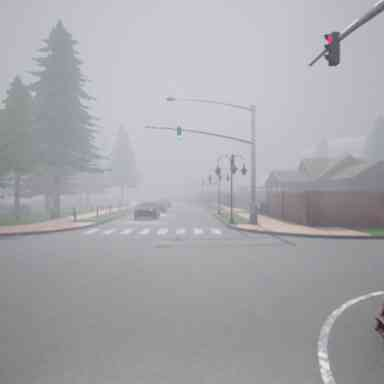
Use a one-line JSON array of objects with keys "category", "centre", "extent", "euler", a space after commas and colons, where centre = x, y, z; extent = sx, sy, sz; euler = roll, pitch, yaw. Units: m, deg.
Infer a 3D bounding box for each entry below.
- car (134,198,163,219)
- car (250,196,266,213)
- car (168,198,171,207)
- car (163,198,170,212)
[{"category": "car", "centre": [-4.018, 1.580, 30.289], "extent": [1.882, 1.535, 5.008], "euler": [0, 0, 0]}, {"category": "car", "centre": [8.884, 1.297, 35.088], "extent": [4.605, 1.855, 1.932], "euler": [0, 0, -1]}, {"category": "car", "centre": [-4.236, 1.674, 52.054], "extent": [1.882, 1.535, 5.008], "euler": [0, 0, -1]}, {"category": "car", "centre": [-4.087, 1.746, 40.279], "extent": [1.895, 1.301, 4.718], "euler": [0, 0, 0]}]
